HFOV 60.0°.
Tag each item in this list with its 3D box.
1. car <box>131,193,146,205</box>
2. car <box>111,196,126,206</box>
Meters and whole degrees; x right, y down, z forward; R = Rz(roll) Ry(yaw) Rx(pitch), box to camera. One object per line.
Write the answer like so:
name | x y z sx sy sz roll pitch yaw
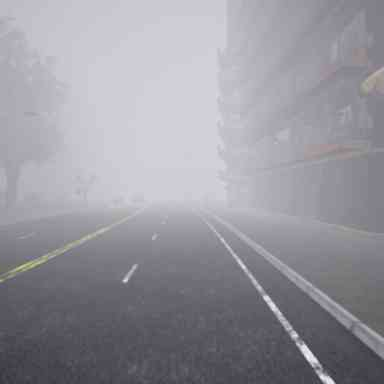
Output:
car | -9.029 1.195 56.708 2.150 2.045 5.566 0 0 -5
car | -12.195 1.481 55.423 1.837 1.490 4.892 0 -1 -4
